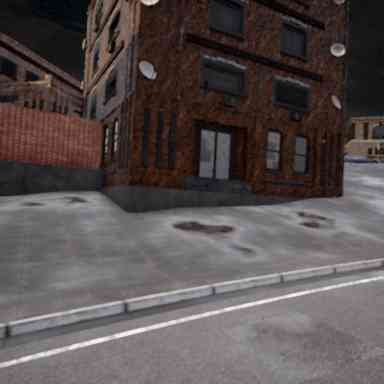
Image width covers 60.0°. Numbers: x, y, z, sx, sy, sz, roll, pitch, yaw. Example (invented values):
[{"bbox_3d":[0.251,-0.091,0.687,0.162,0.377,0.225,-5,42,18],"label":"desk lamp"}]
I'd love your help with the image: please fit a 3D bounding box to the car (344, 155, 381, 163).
[{"bbox_3d":[21.159,-3.856,41.859,4.553,1.767,2.185,2,-2,15],"label":"car"}]
